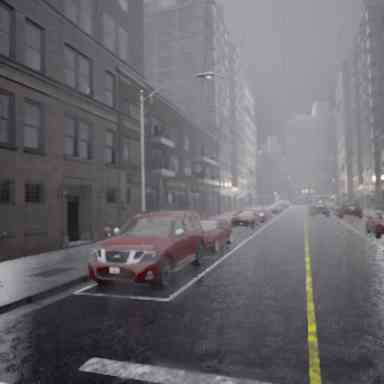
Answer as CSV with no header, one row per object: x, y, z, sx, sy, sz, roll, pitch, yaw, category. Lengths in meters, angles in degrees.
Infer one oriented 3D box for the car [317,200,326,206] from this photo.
33.309,2.831,85.420,1.967,1.590,4.097,-1,-2,19,car

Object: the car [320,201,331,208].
28.111,2.600,69.996,1.752,1.417,4.829,-1,-2,19,car

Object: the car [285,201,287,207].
14.676,2.575,56.809,1.752,1.417,4.829,-1,-1,19,car

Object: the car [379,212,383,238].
8.855,1.572,12.854,1.752,1.417,4.829,-1,-1,19,car

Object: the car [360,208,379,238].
10.552,1.708,17.887,1.802,1.307,4.206,-1,-1,19,car

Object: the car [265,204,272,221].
5.978,2.029,31.002,1.967,1.590,4.097,-1,-1,19,car

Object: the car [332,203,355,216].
17.554,2.030,38.666,2.008,1.369,4.403,-1,-1,19,car

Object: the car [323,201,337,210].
24.555,2.415,59.445,2.008,1.369,4.403,-1,-2,19,car

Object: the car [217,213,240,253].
0.729,1.878,15.417,1.887,1.381,4.507,-1,-1,19,car

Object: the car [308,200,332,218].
14.276,2.032,37.163,1.837,1.490,4.892,-2,-2,19,car

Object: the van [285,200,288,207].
16.478,2.494,62.170,1.690,1.788,3.998,-1,-1,19,van

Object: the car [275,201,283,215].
11.230,2.405,46.581,1.887,1.381,4.507,-1,-1,19,car

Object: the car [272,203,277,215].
7.730,2.228,36.194,2.008,1.369,4.403,-1,-1,19,car

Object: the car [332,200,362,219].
15.800,1.704,33.477,2.192,1.841,5.009,-1,-1,19,car

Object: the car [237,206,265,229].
4.229,2.046,25.805,1.887,1.381,4.507,-1,-1,19,car

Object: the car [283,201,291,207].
25.235,3.225,88.135,1.887,1.381,4.507,-1,-2,19,car

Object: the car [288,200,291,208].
21.734,3.032,77.746,1.947,1.339,4.313,-1,-2,19,car

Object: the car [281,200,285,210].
12.979,2.396,51.779,1.967,1.590,4.097,-1,-1,19,car

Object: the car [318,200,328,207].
31.558,2.724,80.226,1.967,1.590,4.097,-1,-2,19,car

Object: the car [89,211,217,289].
-1.023,1.567,10.227,2.192,1.841,5.009,-1,-1,19,car

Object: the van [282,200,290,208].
23.481,2.915,82.946,1.690,1.788,3.998,-1,-2,19,van

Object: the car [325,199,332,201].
22.859,2.292,54.411,1.752,1.417,4.829,-1,-1,19,car

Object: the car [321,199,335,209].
26.302,2.282,64.645,2.192,1.841,5.009,-1,-2,19,car
